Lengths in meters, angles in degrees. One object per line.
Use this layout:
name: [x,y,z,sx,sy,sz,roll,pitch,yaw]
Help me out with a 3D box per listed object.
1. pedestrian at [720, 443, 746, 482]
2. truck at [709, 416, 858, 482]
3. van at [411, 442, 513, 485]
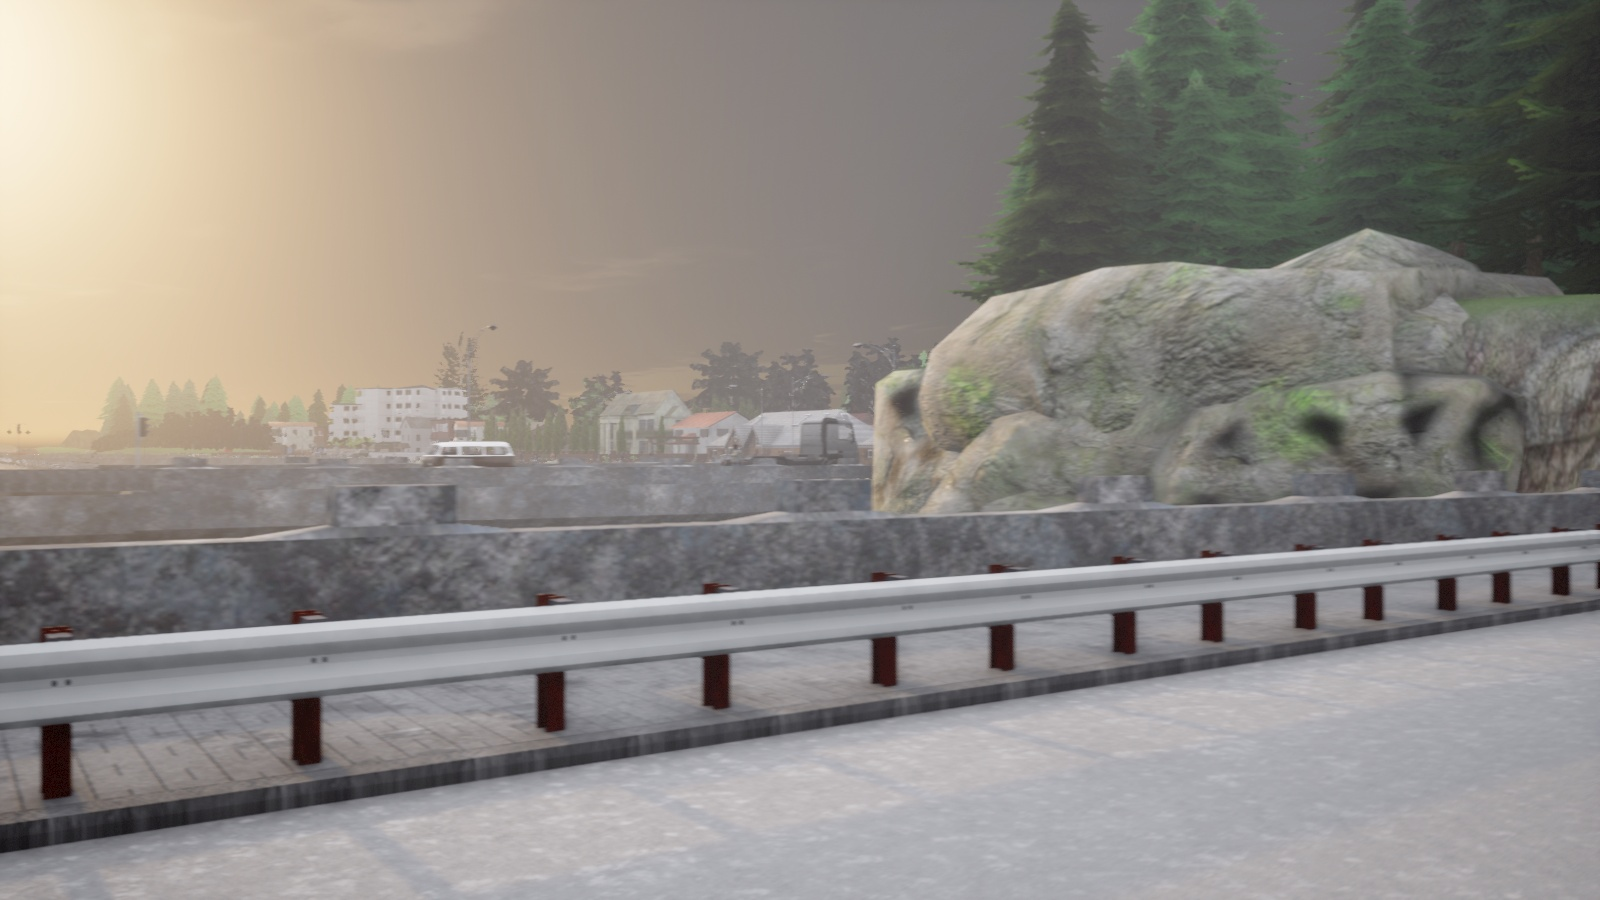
pedestrian: [-3.233,0.612,60.734,0.900,1.855,0.874,0,0,-35]
truck: [-0.838,-0.063,68.868,7.936,3.462,2.891,0,0,-35]
van: [-16.826,0.659,62.626,4.480,2.038,2.069,0,0,-35]
